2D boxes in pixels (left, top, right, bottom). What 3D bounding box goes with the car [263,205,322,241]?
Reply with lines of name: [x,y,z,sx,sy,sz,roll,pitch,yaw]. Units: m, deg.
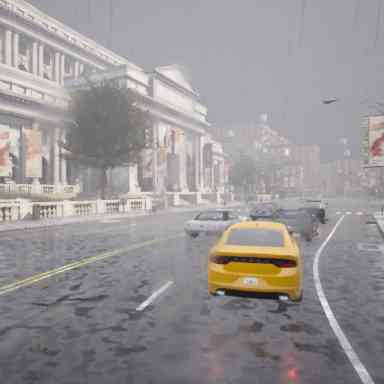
car: [5.179,1.564,16.767,1.994,1.385,4.181,0,0,26]

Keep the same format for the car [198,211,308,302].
car: [1.709,1.478,8.472,1.882,1.535,5.008,0,0,15]

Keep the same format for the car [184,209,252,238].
car: [1.409,1.601,17.062,1.895,1.301,4.718,0,0,25]

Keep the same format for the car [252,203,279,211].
car: [6.159,1.547,26.674,2.033,1.411,5.357,0,0,27]

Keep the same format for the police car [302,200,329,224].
police car: [9.193,1.425,25.118,1.930,1.638,5.238,0,0,27]
